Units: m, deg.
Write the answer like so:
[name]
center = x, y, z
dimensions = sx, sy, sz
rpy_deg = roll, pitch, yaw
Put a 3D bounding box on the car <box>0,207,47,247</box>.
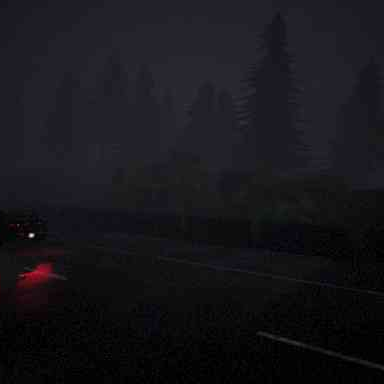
[car]
center = -8.152, 1.396, 14.287
dimensions = 4.892, 1.490, 1.837
rpy_deg = 1, 0, 36
